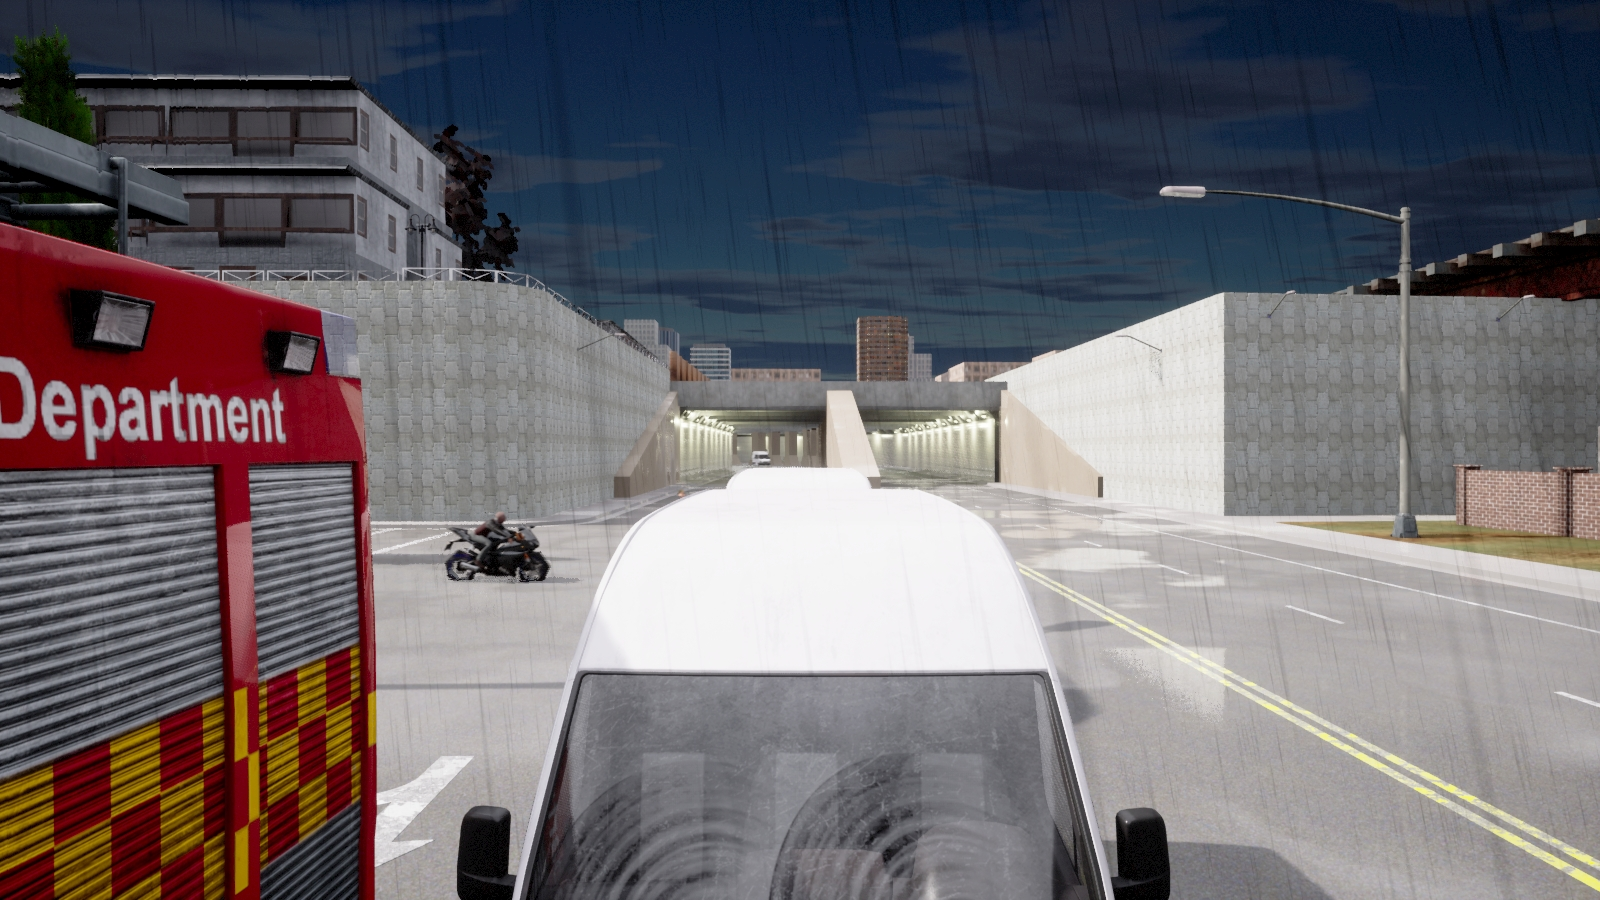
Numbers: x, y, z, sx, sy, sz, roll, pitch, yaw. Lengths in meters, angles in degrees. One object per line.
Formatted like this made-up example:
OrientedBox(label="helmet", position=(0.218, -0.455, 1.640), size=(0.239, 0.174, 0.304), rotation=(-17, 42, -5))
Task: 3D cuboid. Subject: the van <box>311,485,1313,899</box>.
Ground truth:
OrientedBox(label="van", position=(0.047, 1.534, 5.226), size=(1.988, 2.561, 5.915), rotation=(0, 0, 1))
